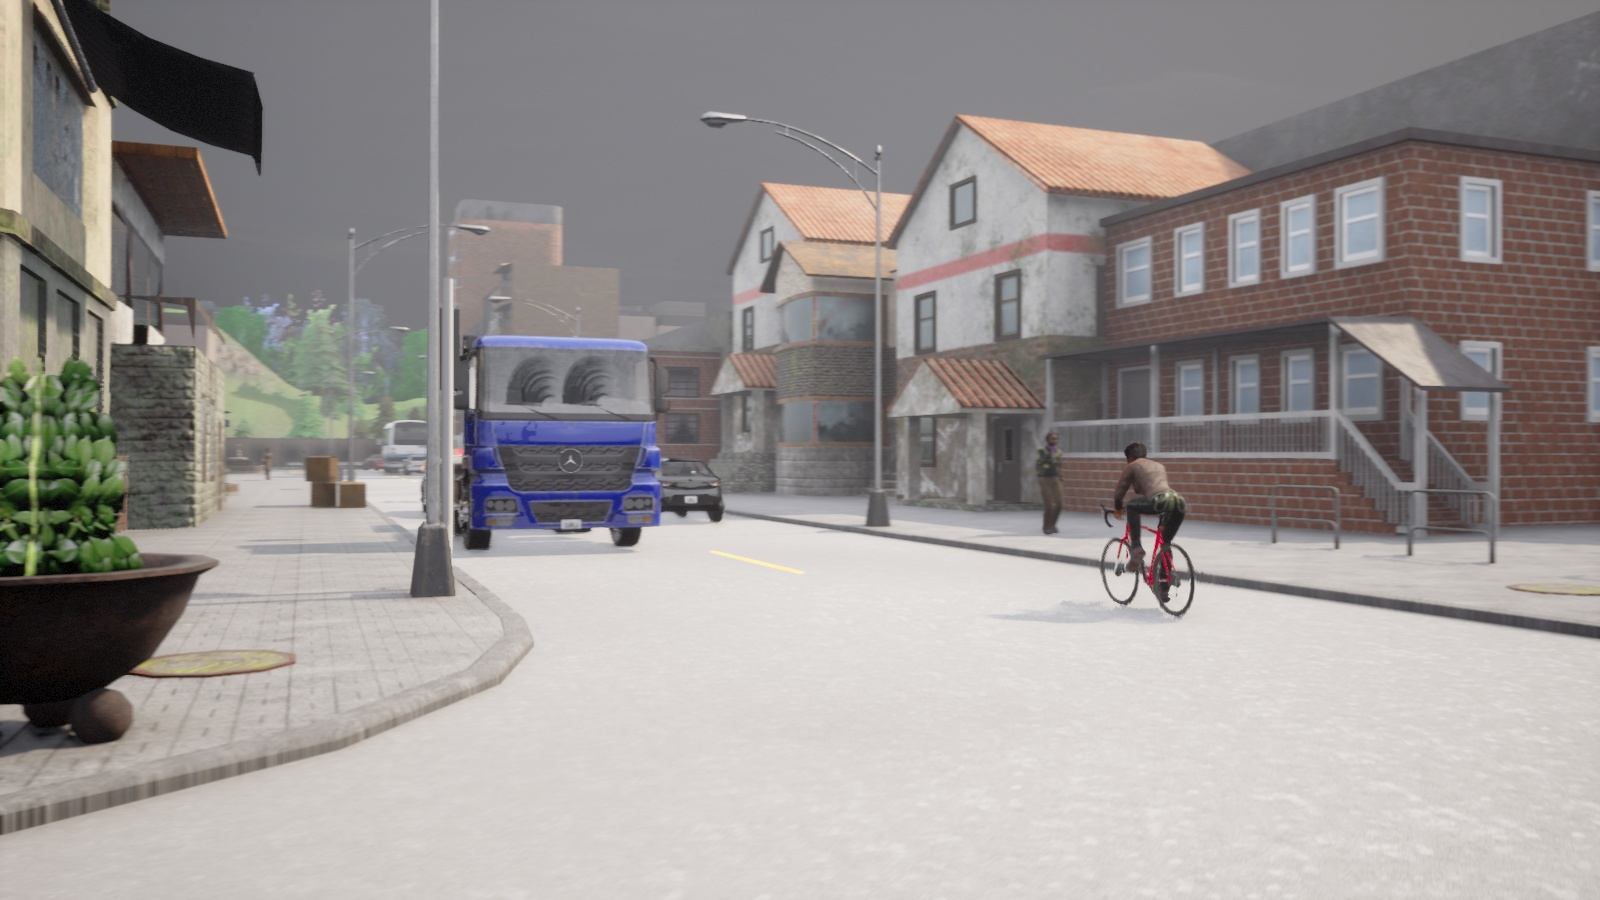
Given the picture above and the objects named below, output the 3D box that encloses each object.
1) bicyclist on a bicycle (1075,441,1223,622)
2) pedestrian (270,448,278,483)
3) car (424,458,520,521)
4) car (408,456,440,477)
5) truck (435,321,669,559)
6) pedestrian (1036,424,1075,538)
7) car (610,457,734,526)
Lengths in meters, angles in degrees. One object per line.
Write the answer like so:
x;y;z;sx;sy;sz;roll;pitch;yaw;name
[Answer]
3.325;0.738;12.122;0.582;1.620;1.656;-1;0;-16;bicyclist on a bicycle
-28.490;0.833;68.002;0.396;1.930;0.692;0;0;-23;pedestrian
-8.376;0.934;31.795;1.812;1.442;4.674;0;0;-22;car
-27.943;1.200;93.183;1.970;1.475;3.806;0;0;-21;car
-4.742;-0.125;22.473;2.891;3.462;7.936;0;0;-20;truck
4.414;0.532;21.703;0.395;1.930;0.692;0;0;-14;pedestrian
-3.042;0.892;29.110;1.816;1.474;4.193;0;0;-21;car
